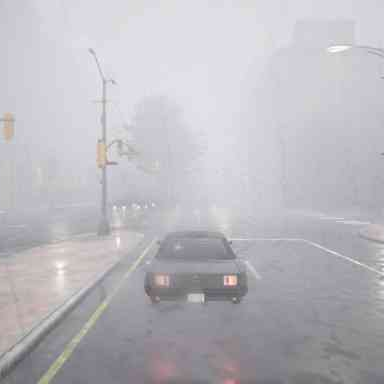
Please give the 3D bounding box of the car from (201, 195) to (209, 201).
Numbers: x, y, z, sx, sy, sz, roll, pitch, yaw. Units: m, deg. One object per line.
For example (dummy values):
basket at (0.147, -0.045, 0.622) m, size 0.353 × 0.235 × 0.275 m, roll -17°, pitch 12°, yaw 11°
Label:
car at (3.513, 1.595, 86.971) m, size 1.895 × 1.301 × 4.718 m, roll 0°, pitch 0°, yaw 0°

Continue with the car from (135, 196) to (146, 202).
car at (-11.489, 1.552, 74.399) m, size 1.994 × 1.385 × 4.181 m, roll 0°, pitch 0°, yaw 0°

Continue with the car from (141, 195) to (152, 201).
car at (-11.487, 1.525, 84.632) m, size 2.128 × 1.511 × 4.902 m, roll 0°, pitch 0°, yaw 0°

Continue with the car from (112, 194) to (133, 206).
car at (-11.580, 1.525, 55.103) m, size 1.812 × 1.442 × 4.674 m, roll 0°, pitch 0°, yaw 0°

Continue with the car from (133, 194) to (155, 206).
car at (-8.080, 1.547, 56.501) m, size 2.033 × 1.411 × 5.357 m, roll 0°, pitch 0°, yaw 0°

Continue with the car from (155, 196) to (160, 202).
car at (-8.020, 1.564, 65.737) m, size 1.994 × 1.385 × 4.181 m, roll 0°, pitch 0°, yaw 1°

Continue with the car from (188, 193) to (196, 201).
car at (0.013, 1.540, 85.794) m, size 2.033 × 1.411 × 5.357 m, roll 0°, pitch 0°, yaw 0°

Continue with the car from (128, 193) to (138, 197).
car at (-11.528, 1.221, 64.515) m, size 2.150 × 2.045 × 5.566 m, roll 0°, pitch 0°, yaw 1°

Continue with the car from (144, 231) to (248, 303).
car at (0.076, 1.601, 8.154) m, size 1.895 × 1.301 × 4.718 m, roll 0°, pitch 0°, yaw 0°

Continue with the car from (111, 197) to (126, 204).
car at (-14.740, 1.595, 66.810) m, size 1.895 × 1.301 × 4.718 m, roll 0°, pitch 0°, yaw 0°
